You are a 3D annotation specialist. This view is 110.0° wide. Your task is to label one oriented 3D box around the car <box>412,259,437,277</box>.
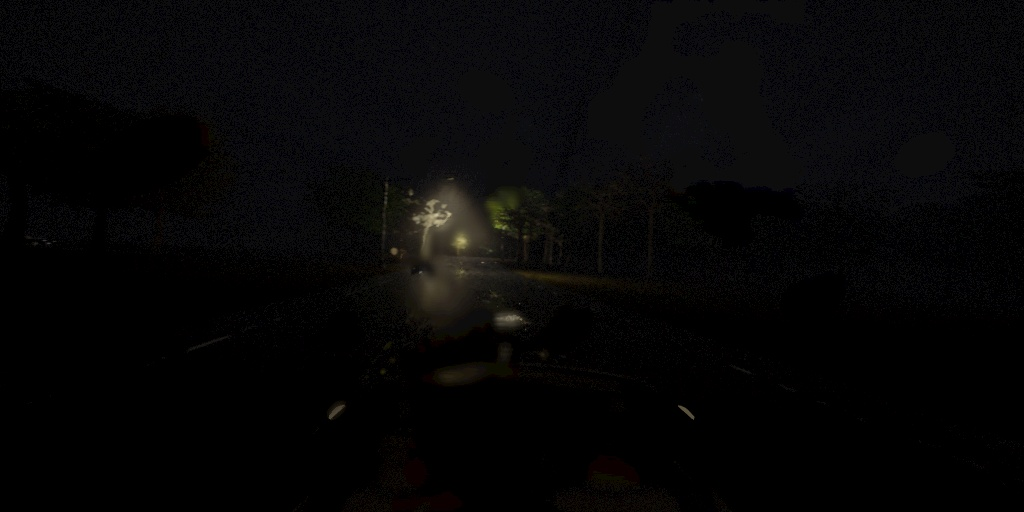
[{"bbox_3d":[-7.742,1.030,32.177,2.033,1.411,5.357,3,0,-9],"label":"car"}]
